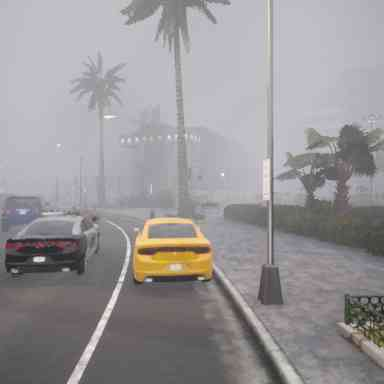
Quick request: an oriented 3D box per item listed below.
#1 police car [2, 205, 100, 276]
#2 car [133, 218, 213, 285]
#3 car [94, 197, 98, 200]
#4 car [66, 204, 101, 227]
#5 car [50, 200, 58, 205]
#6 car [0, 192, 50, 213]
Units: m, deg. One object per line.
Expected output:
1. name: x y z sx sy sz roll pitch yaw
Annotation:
1. police car: -4.107 1.422 10.594 1.930 1.638 5.238 0 0 -9
2. car: -0.674 1.477 9.661 1.882 1.535 5.008 0 0 -7
3. car: -26.644 1.554 85.529 4.718 1.301 1.895 0 0 24
4. car: -7.913 1.594 23.997 1.895 1.301 4.718 0 0 -24
5. car: -16.379 1.535 36.580 2.033 1.411 5.357 0 0 -43
6. car: -10.131 1.216 20.444 2.150 2.045 5.566 0 0 -22
